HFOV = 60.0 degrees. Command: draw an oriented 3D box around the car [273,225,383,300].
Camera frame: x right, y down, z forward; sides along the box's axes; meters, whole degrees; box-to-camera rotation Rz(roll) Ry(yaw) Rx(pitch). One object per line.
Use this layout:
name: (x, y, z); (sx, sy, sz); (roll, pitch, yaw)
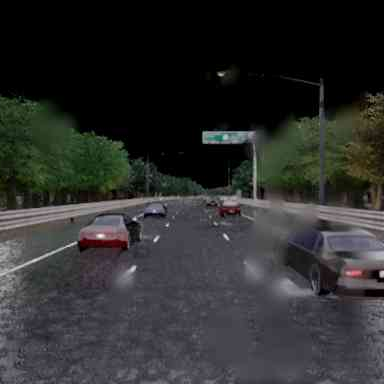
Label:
car: (3.603, 1.576, 8.656); (2.033, 1.411, 5.357); (0, 0, 0)

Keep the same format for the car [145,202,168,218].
car: (-3.397, 1.684, 31.803); (1.994, 1.385, 4.181); (0, 0, 0)

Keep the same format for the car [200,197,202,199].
car: (3.665, 1.797, 80.254); (2.097, 1.767, 4.553); (0, -1, 1)

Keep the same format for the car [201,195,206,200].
car: (3.529, 1.896, 69.379); (2.033, 1.411, 5.357); (0, 0, 0)

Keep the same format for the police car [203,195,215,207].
police car: (3.504, 1.769, 58.439); (2.038, 1.542, 4.974); (0, 0, 0)

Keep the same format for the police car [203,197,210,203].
police car: (3.922, 2.062, 91.185); (2.038, 1.542, 4.974); (0, -1, 2)

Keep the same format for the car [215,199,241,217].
car: (3.603, 1.601, 32.662); (1.882, 1.535, 5.008); (0, 0, 0)

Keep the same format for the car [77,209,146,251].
car: (-3.397, 1.613, 14.387); (1.994, 1.385, 4.181); (0, 0, 0)
